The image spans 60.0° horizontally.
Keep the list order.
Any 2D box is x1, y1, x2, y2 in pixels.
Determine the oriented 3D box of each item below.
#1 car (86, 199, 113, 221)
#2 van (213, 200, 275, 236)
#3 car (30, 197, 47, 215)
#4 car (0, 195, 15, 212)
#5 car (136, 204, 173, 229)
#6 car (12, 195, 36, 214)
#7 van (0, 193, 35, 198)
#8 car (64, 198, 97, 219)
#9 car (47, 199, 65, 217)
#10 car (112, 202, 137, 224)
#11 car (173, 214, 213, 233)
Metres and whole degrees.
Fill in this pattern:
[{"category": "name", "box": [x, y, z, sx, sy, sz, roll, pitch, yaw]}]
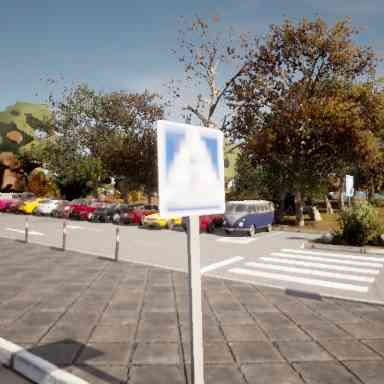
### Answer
[{"category": "car", "box": [-5.558, 1.558, 26.692, 2.231, 1.521, 4.892, 1, 1, 35]}, {"category": "van", "box": [3.425, 1.505, 20.167, 1.878, 1.987, 4.442, 1, 1, 35]}, {"category": "car", "box": [-12.340, 1.469, 31.521, 2.002, 1.452, 4.674, 1, 1, 35]}, {"category": "car", "box": [-16.866, 1.385, 34.738, 2.002, 1.452, 4.674, 1, 1, 35]}, {"category": "car", "box": [-1.141, 1.640, 23.330, 1.946, 1.575, 5.366, 1, 1, 35]}, {"category": "car", "box": [-14.603, 1.386, 33.127, 2.097, 1.535, 5.008, 1, 1, 35]}, {"category": "van", "box": [-19.054, 1.077, 36.441, 1.878, 1.987, 4.442, 1, 1, 35]}, {"category": "car", "box": [-7.812, 1.513, 28.310, 2.097, 1.535, 5.008, 1, 1, 35]}, {"category": "car", "box": [-10.057, 1.345, 29.938, 2.185, 1.767, 4.553, 1, 1, 35]}, {"category": "car", "box": [-3.277, 1.629, 25.113, 2.163, 1.488, 4.792, 1, 1, 35]}, {"category": "car", "box": [1.247, 1.716, 21.896, 2.163, 1.488, 4.792, 1, 1, 35]}]
